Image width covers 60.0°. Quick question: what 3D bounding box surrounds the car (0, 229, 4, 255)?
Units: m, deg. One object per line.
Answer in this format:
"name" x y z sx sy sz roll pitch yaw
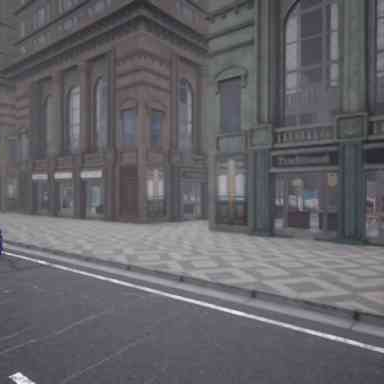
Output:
"car" -8.255 1.498 11.306 5.008 1.535 1.882 0 0 39
